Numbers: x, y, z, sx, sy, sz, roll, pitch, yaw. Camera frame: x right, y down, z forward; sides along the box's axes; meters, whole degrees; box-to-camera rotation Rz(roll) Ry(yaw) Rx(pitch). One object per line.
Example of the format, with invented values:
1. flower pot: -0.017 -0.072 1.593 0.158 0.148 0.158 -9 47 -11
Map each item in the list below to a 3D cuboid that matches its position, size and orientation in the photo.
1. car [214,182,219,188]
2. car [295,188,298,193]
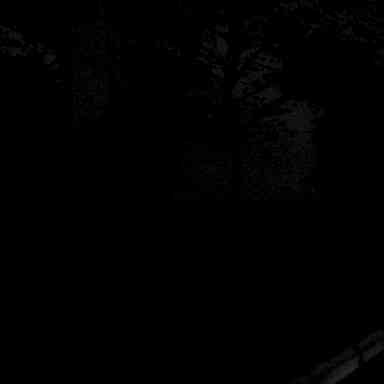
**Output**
1. car: 5.784 -1.956 93.859 2.231 1.521 4.892 4 1 17
2. car: 26.927 -0.333 87.292 2.097 1.535 5.008 4 1 17
